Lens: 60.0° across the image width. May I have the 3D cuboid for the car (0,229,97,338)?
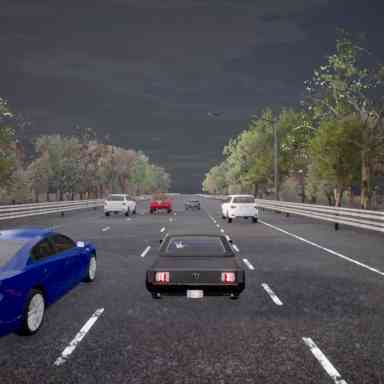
[{"bbox_3d":[-3.397,1.477,6.687,1.882,1.535,5.008,0,0,0],"label":"car"}]

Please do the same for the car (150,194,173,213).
[{"bbox_3d":[-3.386,1.248,37.037,2.150,2.045,5.566,0,0,0],"label":"car"}]

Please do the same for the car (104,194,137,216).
[{"bbox_3d":[-6.902,1.243,32.483,2.150,2.045,5.566,0,0,1],"label":"car"}]

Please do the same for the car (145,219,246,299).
[{"bbox_3d":[0.099,1.601,8.380,1.895,1.301,4.718,0,0,1],"label":"car"}]

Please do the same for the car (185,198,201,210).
[{"bbox_3d":[0.112,1.525,42.938,2.128,1.511,4.902,0,0,0],"label":"car"}]

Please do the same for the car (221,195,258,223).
[{"bbox_3d":[3.626,1.236,25.947,2.150,2.045,5.566,0,0,-2],"label":"car"}]
